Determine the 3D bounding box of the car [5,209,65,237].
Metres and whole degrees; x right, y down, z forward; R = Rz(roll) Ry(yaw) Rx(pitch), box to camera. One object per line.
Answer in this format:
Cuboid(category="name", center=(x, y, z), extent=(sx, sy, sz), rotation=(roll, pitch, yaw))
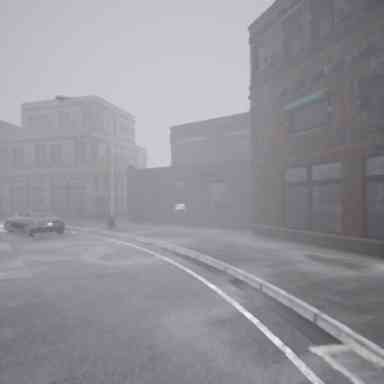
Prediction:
Cuboid(category="car", center=(-9.020, 1.688, 18.995), extent=(4.181, 1.385, 1.994), rotation=(-1, -1, 42))
